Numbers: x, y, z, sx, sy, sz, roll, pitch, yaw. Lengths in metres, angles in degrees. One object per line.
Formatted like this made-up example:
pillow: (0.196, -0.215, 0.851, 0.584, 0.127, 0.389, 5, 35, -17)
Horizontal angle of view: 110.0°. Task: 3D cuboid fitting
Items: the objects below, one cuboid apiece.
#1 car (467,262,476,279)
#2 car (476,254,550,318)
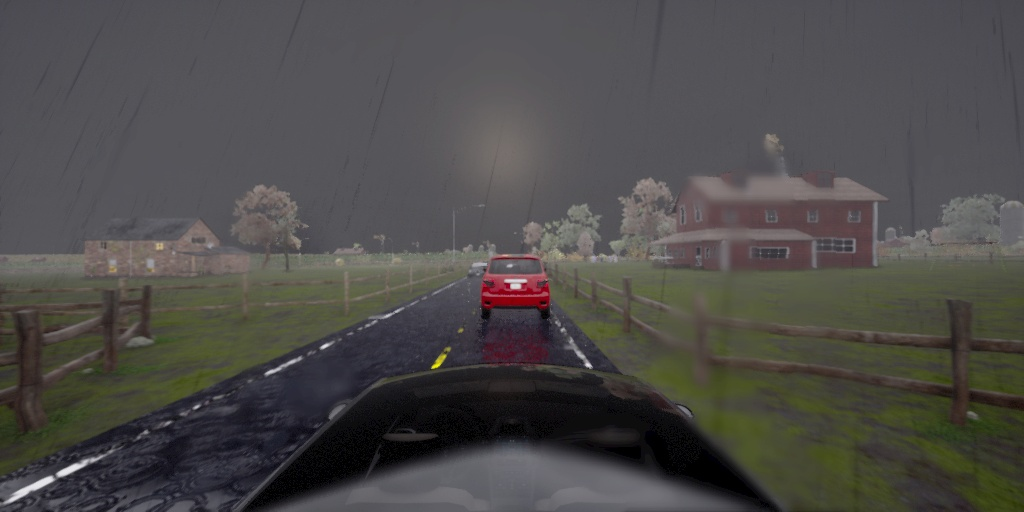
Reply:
car: (-2.836, 1.243, 31.874, 1.812, 1.442, 4.674, 0, 0, 0)
car: (0.107, 0.959, 13.044, 2.150, 2.045, 5.566, 0, 0, 0)
